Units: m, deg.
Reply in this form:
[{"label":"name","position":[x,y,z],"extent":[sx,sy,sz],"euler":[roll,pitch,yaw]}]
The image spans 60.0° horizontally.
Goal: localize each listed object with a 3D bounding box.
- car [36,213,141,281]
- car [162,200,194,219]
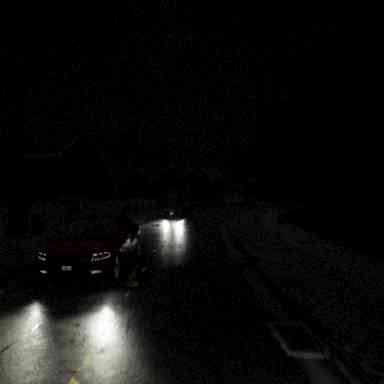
[{"label":"car","position":[-2.775,1.438,9.944],"extent":[1.882,1.535,5.008],"euler":[0,0,1]},{"label":"car","position":[-1.102,1.434,28.383],"extent":[2.128,1.511,4.902],"euler":[0,0,12]}]
